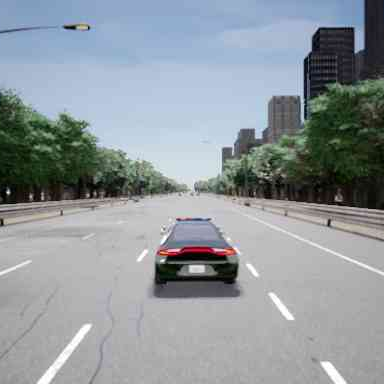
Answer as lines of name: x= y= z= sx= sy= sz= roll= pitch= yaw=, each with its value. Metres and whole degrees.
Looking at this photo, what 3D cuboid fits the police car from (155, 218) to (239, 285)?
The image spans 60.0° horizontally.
police car: x=0.030 y=1.514 z=9.617 sx=2.038 sy=1.542 sz=4.974 roll=0 pitch=-1 yaw=-2
